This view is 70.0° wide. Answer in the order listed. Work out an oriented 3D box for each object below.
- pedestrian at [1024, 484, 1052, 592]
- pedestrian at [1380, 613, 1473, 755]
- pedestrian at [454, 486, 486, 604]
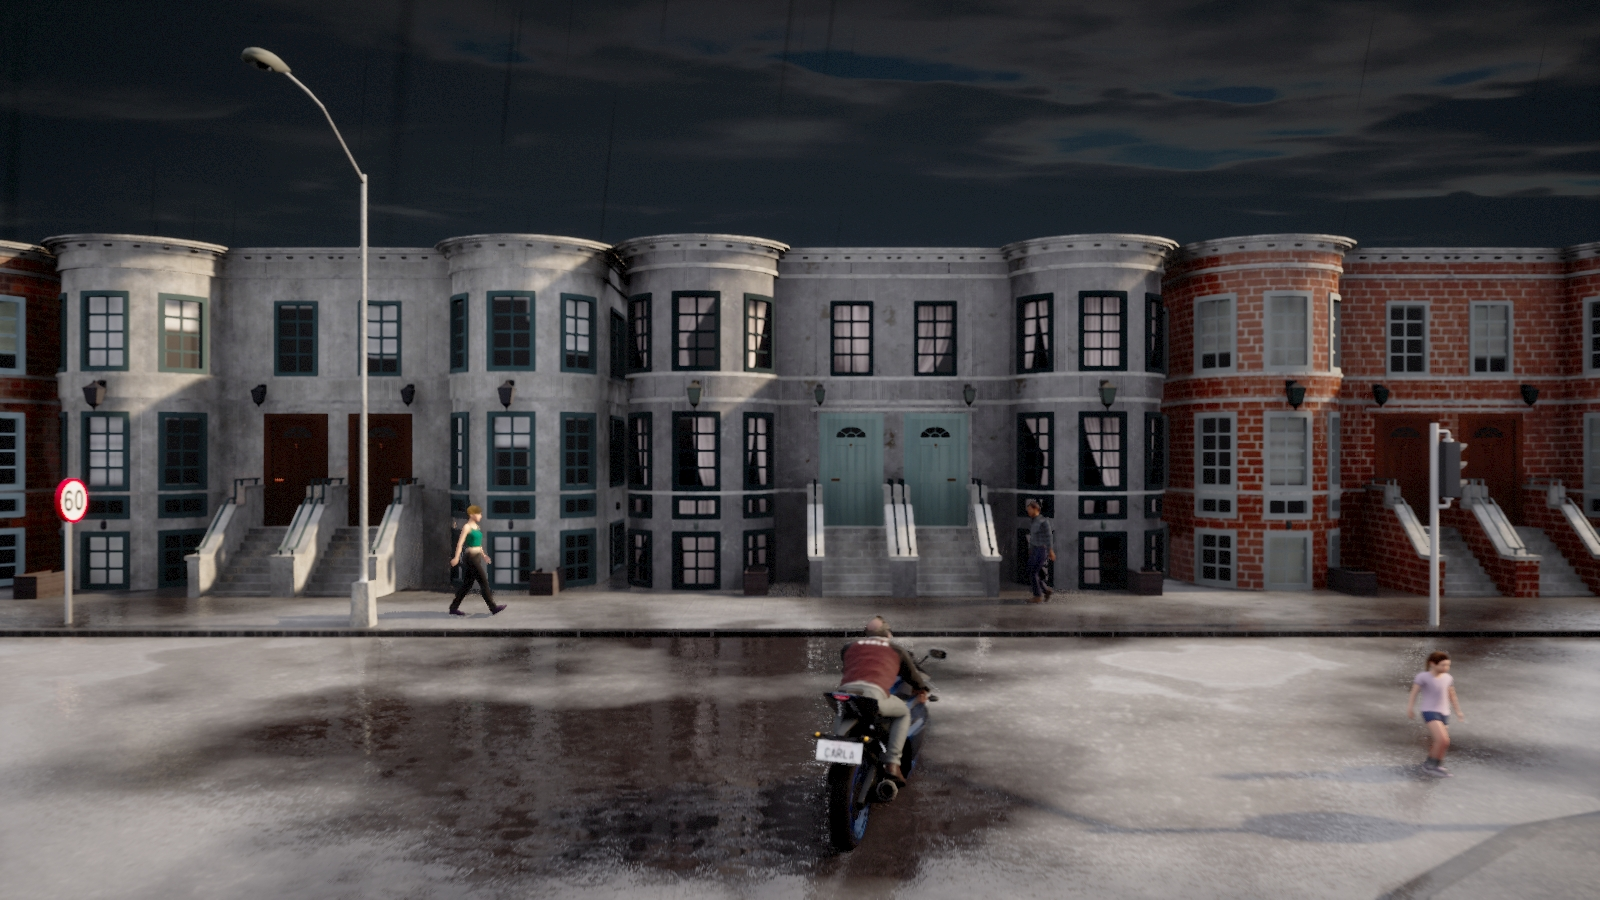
[{"bbox_3d":[4.164,1.524,19.983,0.375,1.860,0.375,0,0,-7],"label":"pedestrian"},{"bbox_3d":[5.412,2.008,9.888,0.500,1.100,0.500,0,0,-15],"label":"pedestrian"},{"bbox_3d":[-5.316,1.524,18.400,0.375,1.860,0.375,0,0,8],"label":"pedestrian"}]
